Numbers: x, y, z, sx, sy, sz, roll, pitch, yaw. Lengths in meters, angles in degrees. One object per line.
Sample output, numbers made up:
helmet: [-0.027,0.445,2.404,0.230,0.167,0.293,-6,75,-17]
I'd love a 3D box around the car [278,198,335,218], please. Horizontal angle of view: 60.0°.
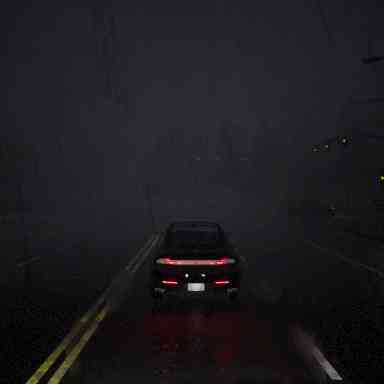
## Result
car: [9.905,1.306,28.771,4.553,1.767,2.097,0,0,0]

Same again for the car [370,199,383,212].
car: [22.331,1.166,35.993,5.566,2.045,2.150,0,0,0]

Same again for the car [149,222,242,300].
car: [0.071,1.492,8.393,2.128,1.511,4.902,0,0,0]
